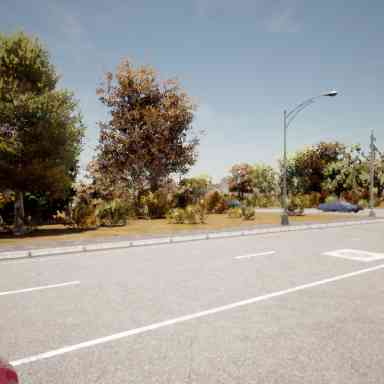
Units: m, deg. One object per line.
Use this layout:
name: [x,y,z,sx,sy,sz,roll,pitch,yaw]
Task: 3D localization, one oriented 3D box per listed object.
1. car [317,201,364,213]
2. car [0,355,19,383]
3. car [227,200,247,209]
car: [18.038,1.815,40.677,2.033,1.411,5.357,0,-2,-32]
car: [-3.314,1.525,1.388,4.674,1.442,1.812,0,0,-35]
car: [7.183,2.390,58.043,2.150,2.045,5.566,0,-3,-32]
